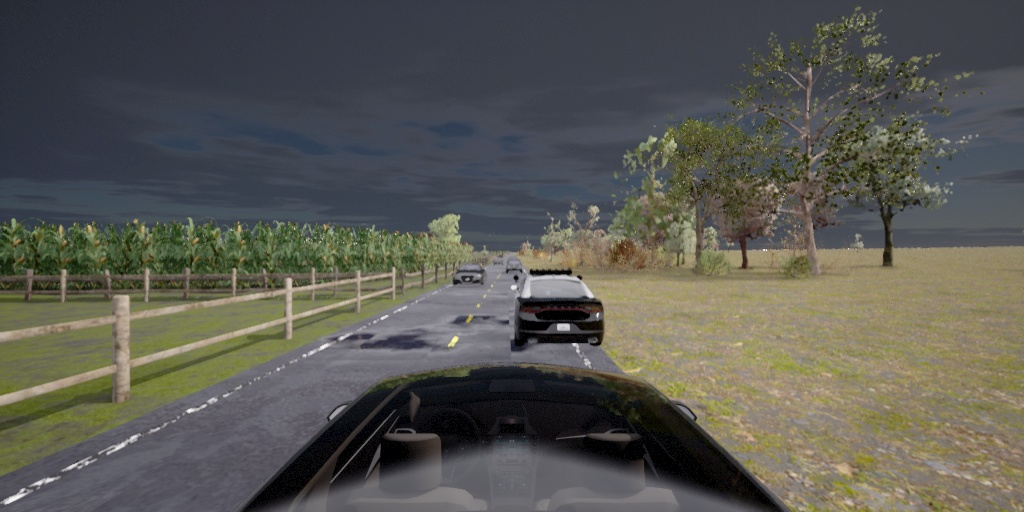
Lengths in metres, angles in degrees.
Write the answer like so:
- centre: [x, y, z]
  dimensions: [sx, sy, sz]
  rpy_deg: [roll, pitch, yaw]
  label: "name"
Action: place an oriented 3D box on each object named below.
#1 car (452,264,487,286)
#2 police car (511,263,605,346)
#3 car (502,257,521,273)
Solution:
- centre: [-2.746, 1.236, 24.116]
  dimensions: [1.994, 1.385, 4.181]
  rpy_deg: [0, 0, 0]
  label: "car"
- centre: [0.998, 1.150, 9.453]
  dimensions: [1.930, 1.638, 5.238]
  rpy_deg: [0, 0, 0]
  label: "police car"
- centre: [0.261, 1.155, 40.519]
  dimensions: [2.033, 1.411, 5.357]
  rpy_deg: [0, 0, 0]
  label: "car"
